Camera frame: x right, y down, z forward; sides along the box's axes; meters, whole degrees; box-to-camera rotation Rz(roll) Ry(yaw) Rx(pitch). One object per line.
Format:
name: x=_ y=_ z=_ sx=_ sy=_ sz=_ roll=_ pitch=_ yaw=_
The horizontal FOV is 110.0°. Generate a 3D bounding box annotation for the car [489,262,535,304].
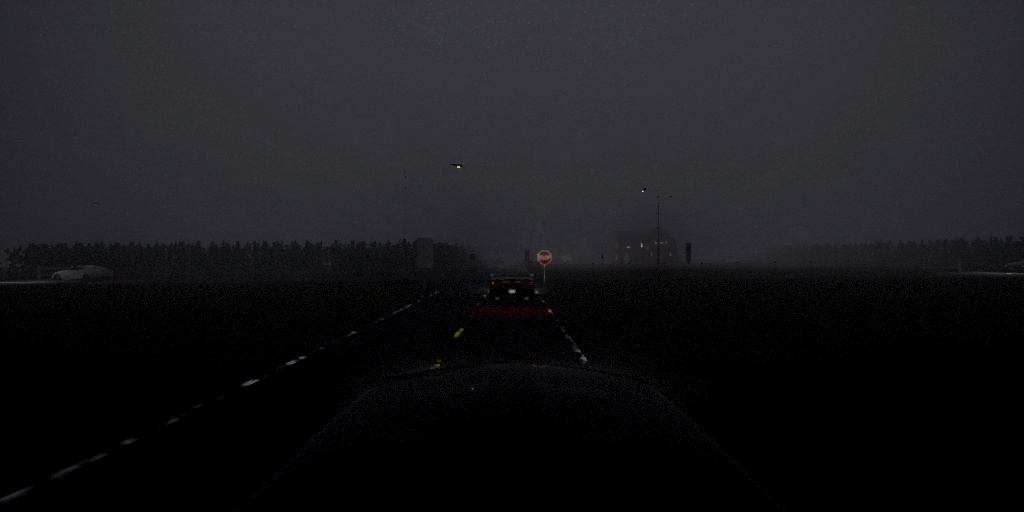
car: x=0.000 y=1.237 z=16.500 sx=1.882 sy=1.535 sz=5.008 roll=0 pitch=0 yaw=0

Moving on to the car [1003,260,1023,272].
car: x=49.263 y=0.875 z=33.599 sx=4.674 sy=1.442 sz=1.812 roll=-1 pitch=0 yaw=1

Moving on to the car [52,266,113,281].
car: x=-41.984 y=1.669 z=35.158 sx=4.674 sy=1.442 sz=1.812 roll=-1 pitch=0 yaw=1
